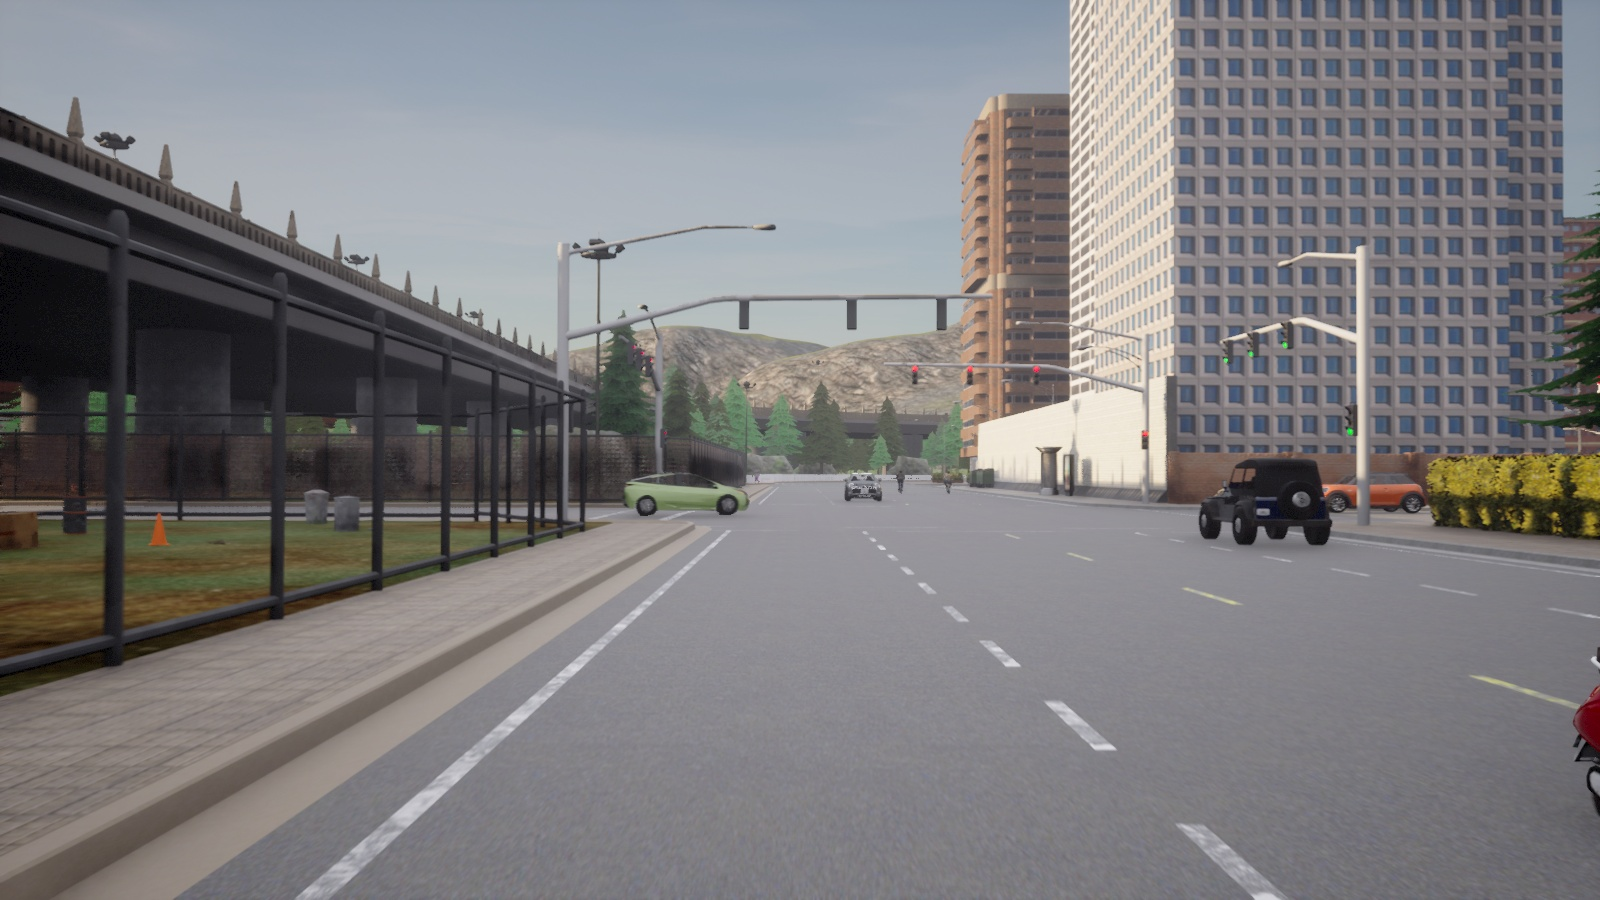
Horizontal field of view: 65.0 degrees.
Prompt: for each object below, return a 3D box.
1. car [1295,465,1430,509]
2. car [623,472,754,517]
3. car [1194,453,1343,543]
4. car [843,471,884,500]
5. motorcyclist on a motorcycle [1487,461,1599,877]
[{"bbox_3d":[22.921,1.496,51.326,4.553,1.767,2.097,0,-1,0],"label":"car"},{"bbox_3d":[-4.009,1.556,44.653,4.514,1.525,2.007,0,-1,-9],"label":"car"},{"bbox_3d":[10.429,1.042,28.265,1.905,1.878,3.866,0,-1,0],"label":"car"},{"bbox_3d":[3.336,1.883,66.684,1.970,1.475,3.806,0,-1,0],"label":"car"},{"bbox_3d":[3.488,0.832,4.653,0.866,1.590,1.817,0,-1,0],"label":"motorcyclist on a motorcycle"}]
